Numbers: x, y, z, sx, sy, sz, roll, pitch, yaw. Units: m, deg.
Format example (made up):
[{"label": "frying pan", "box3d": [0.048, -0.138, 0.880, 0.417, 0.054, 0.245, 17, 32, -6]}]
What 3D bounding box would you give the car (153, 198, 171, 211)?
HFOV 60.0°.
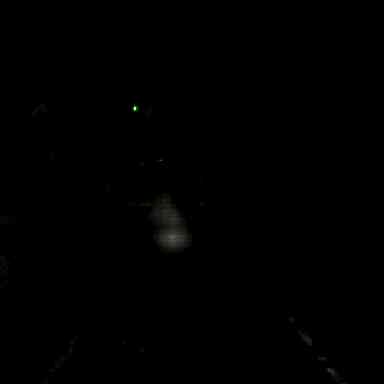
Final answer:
[{"label": "car", "box3d": [-3.492, 1.462, 39.077, 2.128, 1.511, 4.902, 0, 1, 0]}]
